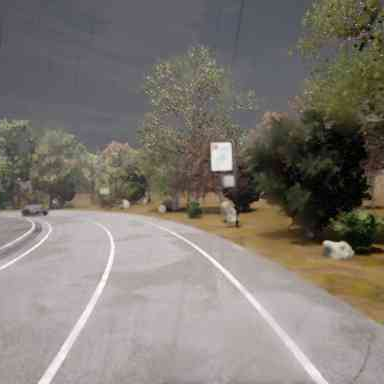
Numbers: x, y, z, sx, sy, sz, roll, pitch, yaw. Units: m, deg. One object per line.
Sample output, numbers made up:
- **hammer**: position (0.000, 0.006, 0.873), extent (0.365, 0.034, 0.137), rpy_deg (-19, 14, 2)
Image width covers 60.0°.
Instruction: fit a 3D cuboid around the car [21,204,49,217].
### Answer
- **car**: position (-18.776, 2.188, 39.531), extent (2.033, 1.411, 5.357), rpy_deg (-5, 1, -42)
